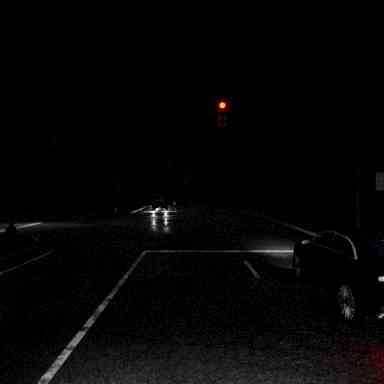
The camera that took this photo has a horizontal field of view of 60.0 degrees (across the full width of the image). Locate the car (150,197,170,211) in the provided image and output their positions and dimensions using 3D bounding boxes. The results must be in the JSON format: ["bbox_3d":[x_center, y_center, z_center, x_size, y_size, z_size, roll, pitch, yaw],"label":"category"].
[{"bbox_3d":[-4.071,1.596,42.803,1.812,1.442,4.674,0,-1,-3],"label":"car"}]

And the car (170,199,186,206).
[{"bbox_3d":[-2.357,1.947,61.788,1.994,1.385,4.181,0,-1,-10],"label":"car"}]

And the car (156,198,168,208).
[{"bbox_3d":[-4.751,1.720,51.922,1.812,1.442,4.674,0,-1,-6],"label":"car"}]

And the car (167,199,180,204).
[{"bbox_3d":[-4.727,2.441,83.565,1.895,1.301,4.718,0,-1,-22],"label":"car"}]

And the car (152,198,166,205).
[{"bbox_3d":[-8.354,2.345,83.173,1.882,1.535,5.008,0,-1,-25],"label":"car"}]

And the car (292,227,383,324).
[{"bbox_3d":[3.583,1.492,7.098,2.128,1.511,4.902,0,0,1],"label":"car"}]

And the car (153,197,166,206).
[{"bbox_3d":[-6.060,1.748,61.734,2.097,1.767,4.553,0,-1,-10],"label":"car"}]
